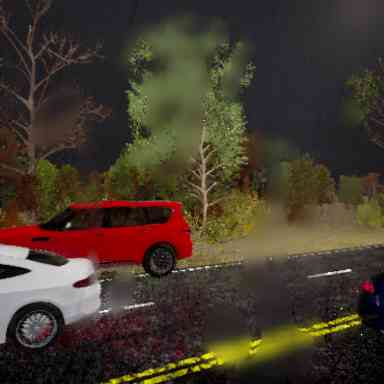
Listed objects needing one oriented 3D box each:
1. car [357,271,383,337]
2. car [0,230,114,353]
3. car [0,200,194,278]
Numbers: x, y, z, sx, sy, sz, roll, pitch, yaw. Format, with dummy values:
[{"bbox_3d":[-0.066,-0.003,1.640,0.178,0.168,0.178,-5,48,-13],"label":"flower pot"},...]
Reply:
[{"bbox_3d":[4.713,1.581,5.444,4.181,1.385,1.994,0,0,-28],"label":"car"},{"bbox_3d":[-3.737,1.547,4.859,4.674,1.442,1.812,0,0,-28],"label":"car"},{"bbox_3d":[-2.654,1.269,9.080,5.566,2.045,2.150,0,0,-27],"label":"car"}]
